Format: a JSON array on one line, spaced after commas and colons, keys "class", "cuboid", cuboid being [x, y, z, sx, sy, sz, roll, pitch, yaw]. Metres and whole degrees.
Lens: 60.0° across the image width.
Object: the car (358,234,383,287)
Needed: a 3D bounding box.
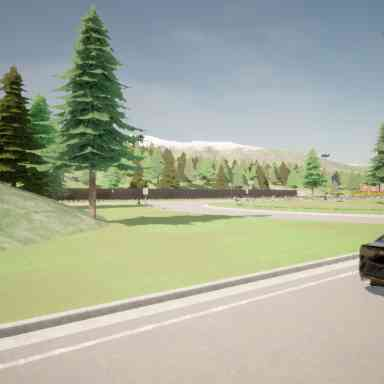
[{"class": "car", "cuboid": [6.028, 1.477, 8.082, 5.008, 1.535, 1.882, 0, 0, -36]}]
